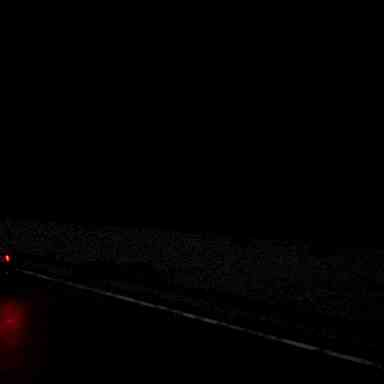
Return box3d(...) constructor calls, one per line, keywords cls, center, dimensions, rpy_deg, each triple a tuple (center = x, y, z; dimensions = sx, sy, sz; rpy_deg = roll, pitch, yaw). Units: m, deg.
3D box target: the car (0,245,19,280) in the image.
box3d(cls="car", center=(-6.543, 1.599, 8.614), dimensions=(4.718, 1.301, 1.895), rpy_deg=(0, 0, 36))
